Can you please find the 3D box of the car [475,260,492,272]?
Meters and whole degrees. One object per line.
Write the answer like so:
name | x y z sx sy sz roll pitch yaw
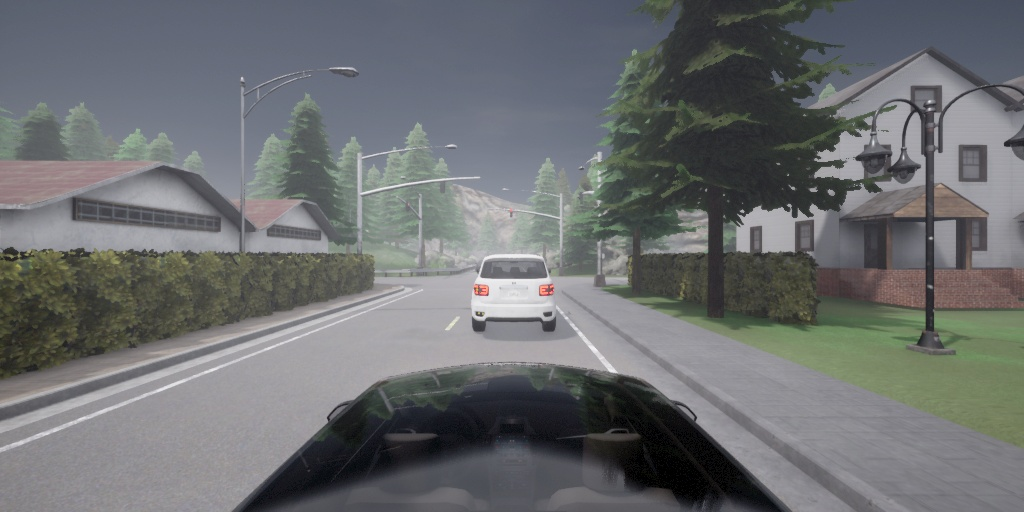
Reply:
car | -3.613 1.255 46.098 1.837 1.490 4.892 0 0 0

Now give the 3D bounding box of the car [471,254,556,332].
car | 0.061 0.971 11.023 2.150 2.045 5.566 0 0 0

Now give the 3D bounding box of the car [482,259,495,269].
car | -3.615 1.276 56.338 1.812 1.442 4.674 0 0 0
